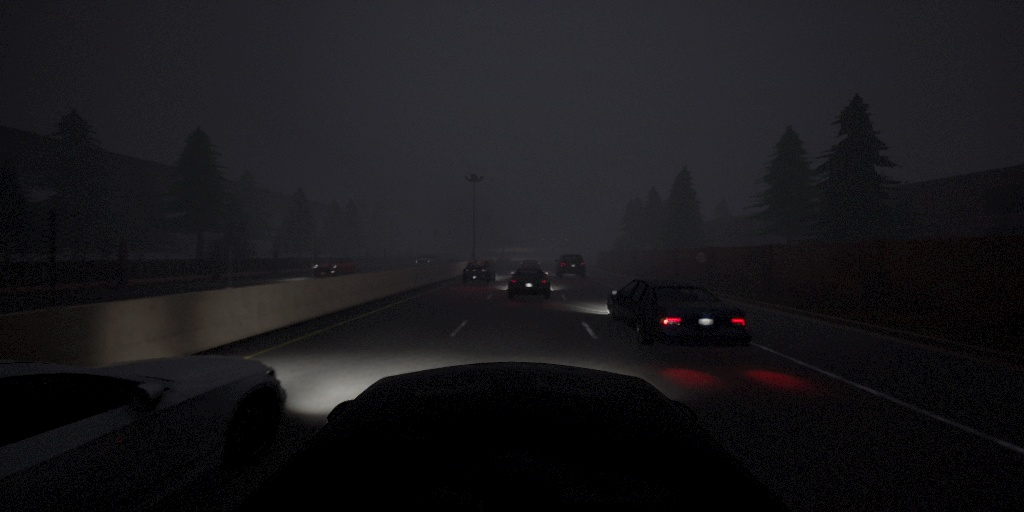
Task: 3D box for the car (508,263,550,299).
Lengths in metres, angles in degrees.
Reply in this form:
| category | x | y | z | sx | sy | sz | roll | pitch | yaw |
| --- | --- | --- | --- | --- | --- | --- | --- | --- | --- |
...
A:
| category | x | y | z | sx | sy | sz | roll | pitch | yaw |
| --- | --- | --- | --- | --- | --- | --- | --- | --- | --- |
| car | 0.857 | 1.249 | 17.854 | 1.994 | 1.385 | 4.181 | 0 | 0 | 3 |

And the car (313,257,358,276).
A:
| category | x | y | z | sx | sy | sz | roll | pitch | yaw |
| --- | --- | --- | --- | --- | --- | --- | --- | --- | --- |
| car | -16.070 | 0.903 | 32.864 | 2.097 | 1.767 | 4.553 | 0 | 0 | 3 |

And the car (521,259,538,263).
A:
| category | x | y | z | sx | sy | sz | roll | pitch | yaw |
| --- | --- | --- | --- | --- | --- | --- | --- | --- | --- |
| car | 1.896 | 1.085 | 37.569 | 1.882 | 1.535 | 5.008 | 0 | 0 | 3 |

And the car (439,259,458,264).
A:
| category | x | y | z | sx | sy | sz | roll | pitch | yaw |
| --- | --- | --- | --- | --- | --- | --- | --- | --- | --- |
| car | -8.108 | 1.080 | 49.208 | 1.994 | 1.385 | 4.181 | 0 | 0 | 4 |

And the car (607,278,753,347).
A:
| category | x | y | z | sx | sy | sz | roll | pitch | yaw |
| --- | --- | --- | --- | --- | --- | --- | --- | --- | --- |
| car | 3.842 | 1.281 | 9.285 | 2.033 | 1.411 | 5.357 | 0 | 0 | 4 |

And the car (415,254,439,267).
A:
| category | x | y | z | sx | sy | sz | roll | pitch | yaw |
| --- | --- | --- | --- | --- | --- | --- | --- | --- | --- |
| car | -11.601 | 0.727 | 49.439 | 2.150 | 2.045 | 5.566 | 0 | 0 | 3 |

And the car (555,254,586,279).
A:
| category | x | y | z | sx | sy | sz | roll | pitch | yaw |
| --- | --- | --- | --- | --- | --- | --- | --- | --- | --- |
| car | 5.084 | 0.866 | 31.548 | 2.150 | 2.045 | 5.566 | 0 | 0 | 3 |

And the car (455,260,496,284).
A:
| category | x | y | z | sx | sy | sz | roll | pitch | yaw |
| --- | --- | --- | --- | --- | --- | --- | --- | --- | --- |
| car | -2.260 | 1.132 | 25.316 | 2.128 | 1.511 | 4.902 | 0 | 0 | 3 |

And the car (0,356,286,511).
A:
| category | x | y | z | sx | sy | sz | roll | pitch | yaw |
| --- | --- | --- | --- | --- | --- | --- | --- | --- | --- |
| car | -3.349 | 1.261 | 1.884 | 1.812 | 1.442 | 4.674 | 0 | 0 | 1 |
